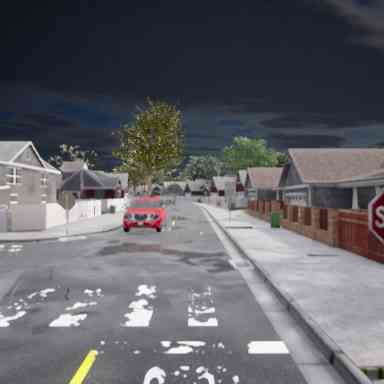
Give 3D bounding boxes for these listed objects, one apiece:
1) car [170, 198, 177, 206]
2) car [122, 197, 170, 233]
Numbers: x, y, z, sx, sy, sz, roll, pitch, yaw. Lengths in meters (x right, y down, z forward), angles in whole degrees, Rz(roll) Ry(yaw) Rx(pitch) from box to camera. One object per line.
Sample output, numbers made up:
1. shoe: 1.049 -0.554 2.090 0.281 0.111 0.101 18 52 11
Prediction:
1. car: -4.031 1.796 63.038 1.812 1.442 4.674 0 0 -7
2. car: -2.772 1.334 20.636 2.150 2.045 5.566 0 0 0
